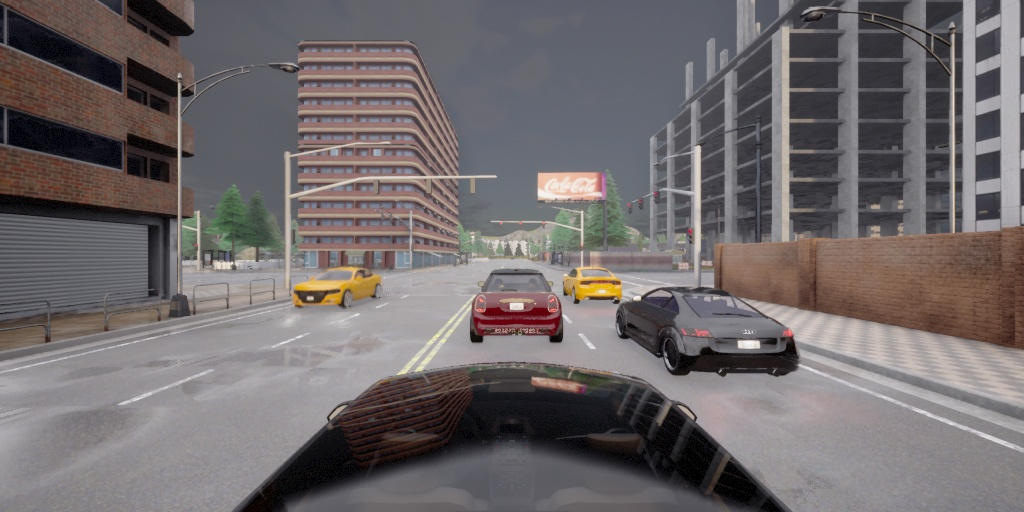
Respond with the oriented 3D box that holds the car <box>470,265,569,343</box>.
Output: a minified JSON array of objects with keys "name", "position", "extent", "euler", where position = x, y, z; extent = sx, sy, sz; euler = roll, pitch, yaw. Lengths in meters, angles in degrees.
[{"name":"car","position":[0.101,1.102,9.862],"extent":[2.097,1.767,4.553],"euler":[0,0,0]}]

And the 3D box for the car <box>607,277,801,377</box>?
[{"name":"car","position":[3.599,1.314,7.456],"extent":[1.994,1.385,4.181],"euler":[0,0,0]}]

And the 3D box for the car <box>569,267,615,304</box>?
[{"name":"car","position":[3.501,1.228,16.389],"extent":[1.882,1.535,5.008],"euler":[0,0,0]}]

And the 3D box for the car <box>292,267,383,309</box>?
[{"name":"car","position":[-7.100,1.227,15.118],"extent":[1.882,1.535,5.008],"euler":[0,0,0]}]
